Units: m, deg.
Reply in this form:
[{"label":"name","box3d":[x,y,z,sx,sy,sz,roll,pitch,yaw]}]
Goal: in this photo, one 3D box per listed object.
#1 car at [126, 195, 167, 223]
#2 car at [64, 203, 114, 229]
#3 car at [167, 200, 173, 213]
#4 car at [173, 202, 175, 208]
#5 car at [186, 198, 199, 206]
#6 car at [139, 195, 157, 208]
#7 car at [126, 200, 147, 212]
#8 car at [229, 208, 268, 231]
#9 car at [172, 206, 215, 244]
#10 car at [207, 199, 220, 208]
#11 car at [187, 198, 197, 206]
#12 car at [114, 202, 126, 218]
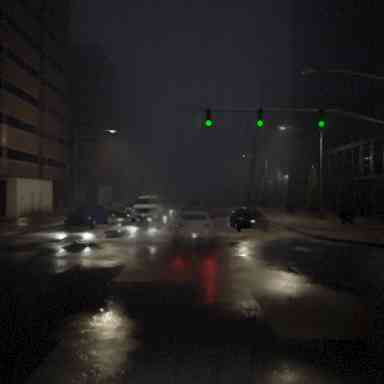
[{"label":"car","box3d":[-3.588,1.366,27.420,2.150,2.045,5.566,0,0,0]},{"label":"car","box3d":[-7.123,1.590,22.933,1.882,1.535,5.008,0,0,1]},{"label":"car","box3d":[-3.574,1.667,37.422,1.882,1.535,5.008,0,0,0]},{"label":"car","box3d":[-3.505,1.797,47.258,1.994,1.385,4.181,0,0,0]},{"label":"car","box3d":[0.095,1.759,55.349,1.882,1.535,5.008,0,0,0]},{"label":"car","box3d":[-7.005,1.470,53.345,2.150,2.045,5.566,0,0,0]},{"label":"car","box3d":[-7.039,1.765,42.652,1.994,1.385,4.181,0,0,1]},{"label":"car","box3d":[3.599,1.707,21.599,1.994,1.385,4.181,0,0,0]},{"label":"car","box3d":[0.099,1.612,16.022,1.812,1.442,4.674,0,-1,0]},{"label":"car","box3d":[3.493,1.856,55.271,1.994,1.385,4.181,0,0,0]},{"label":"car","box3d":[-0.009,1.923,64.687,1.895,1.301,4.718,0,0,0]},{"label":"car","box3d":[-7.089,1.703,32.697,2.033,1.411,5.357,0,0,0]}]
